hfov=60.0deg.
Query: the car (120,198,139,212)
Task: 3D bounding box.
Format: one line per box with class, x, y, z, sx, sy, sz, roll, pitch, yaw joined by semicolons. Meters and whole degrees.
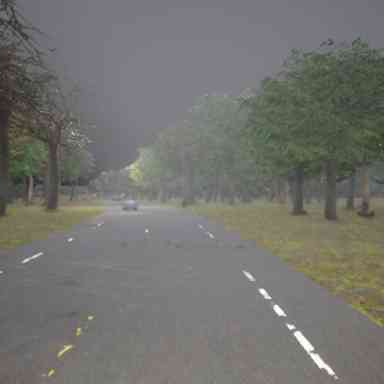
car;-7.757;1.704;41.852;1.812;1.442;4.674;0;0;-11
